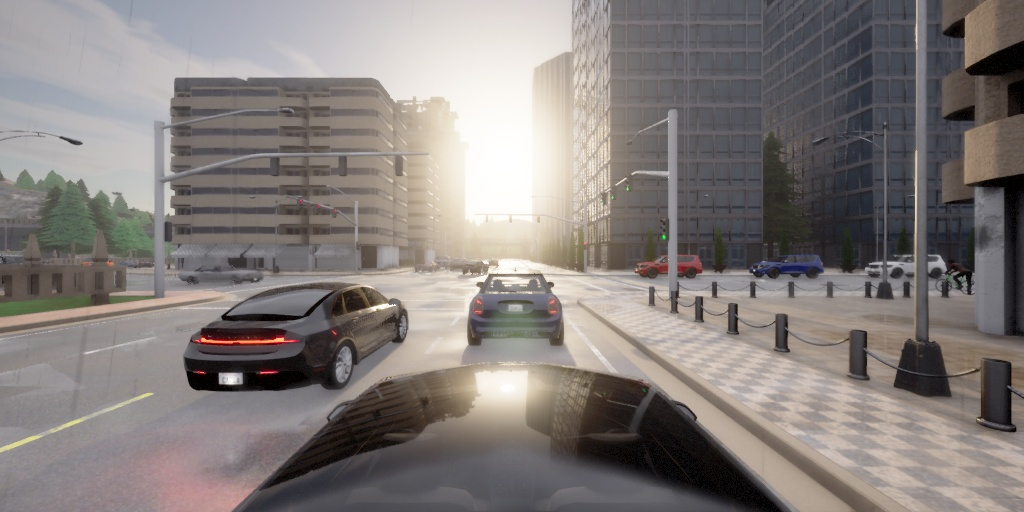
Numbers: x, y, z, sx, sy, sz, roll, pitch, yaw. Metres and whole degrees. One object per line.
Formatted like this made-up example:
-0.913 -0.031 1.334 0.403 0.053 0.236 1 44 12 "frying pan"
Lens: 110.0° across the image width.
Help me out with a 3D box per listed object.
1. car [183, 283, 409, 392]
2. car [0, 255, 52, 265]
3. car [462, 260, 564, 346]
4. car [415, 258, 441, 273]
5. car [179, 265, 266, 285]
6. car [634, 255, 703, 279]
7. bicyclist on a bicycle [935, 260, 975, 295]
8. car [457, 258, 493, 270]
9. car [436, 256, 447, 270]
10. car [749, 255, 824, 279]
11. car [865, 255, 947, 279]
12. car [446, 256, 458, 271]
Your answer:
-3.425 1.255 6.814 1.837 1.490 4.892 0 0 0 "car"
-35.861 0.915 26.013 5.566 2.045 2.150 0 0 15 "car"
0.092 1.102 9.585 2.097 1.767 4.553 0 0 0 "car"
-10.578 1.276 44.599 1.812 1.442 4.674 0 0 1 "car"
-19.804 1.295 24.636 4.718 1.301 1.895 0 0 1 "car"
13.714 0.916 31.515 5.566 2.045 2.150 0 0 0 "car"
21.022 0.996 16.981 0.582 1.620 1.656 0 0 0 "bicyclist on a bicycle"
-3.778 1.231 37.713 1.837 1.490 4.892 1 -1 11 "car"
-10.521 0.971 54.305 2.150 2.045 5.566 0 0 0 "car"
24.034 0.916 31.442 5.566 2.045 2.150 0 0 1 "car"
34.396 0.916 31.372 5.566 2.045 2.150 0 0 0 "car"
-7.033 1.102 48.181 2.097 1.767 4.553 0 0 0 "car"
